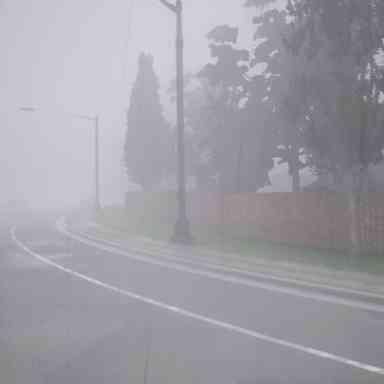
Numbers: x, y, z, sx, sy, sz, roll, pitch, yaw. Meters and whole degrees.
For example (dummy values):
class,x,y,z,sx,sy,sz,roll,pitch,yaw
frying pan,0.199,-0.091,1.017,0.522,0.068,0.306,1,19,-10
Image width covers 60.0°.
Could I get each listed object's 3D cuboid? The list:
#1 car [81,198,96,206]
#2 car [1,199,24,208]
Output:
class,x,y,z,sx,sy,sz,roll,pitch,yaw
car,-18.695,1.798,60.785,1.812,1.442,4.674,-1,-1,6
car,-29.588,1.895,55.135,1.812,1.442,4.674,-1,-1,1
